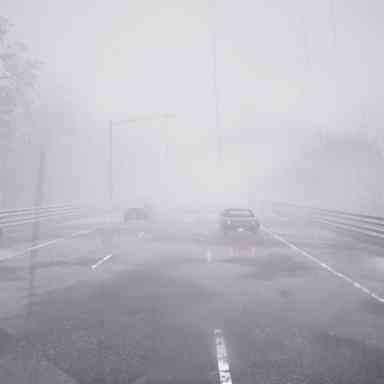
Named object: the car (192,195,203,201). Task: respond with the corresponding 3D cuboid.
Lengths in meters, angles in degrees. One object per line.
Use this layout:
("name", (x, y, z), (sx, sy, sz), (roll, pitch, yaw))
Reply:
("car", (1.001, 1.621, 85.724), (2.033, 1.411, 5.357), (0, 0, 7))

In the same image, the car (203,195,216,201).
("car", (4.532, 1.676, 85.760), (1.895, 1.301, 4.718), (0, 0, 7))

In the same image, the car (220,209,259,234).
("car", (2.587, 1.607, 19.153), (1.895, 1.301, 4.718), (0, 0, 2))

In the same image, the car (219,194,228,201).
("car", (8.097, 1.437, 86.087), (2.097, 1.767, 4.553), (0, 0, 7))

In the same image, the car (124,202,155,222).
("car", (-4.083, 1.538, 26.240), (1.812, 1.442, 4.674), (0, 0, 3))
